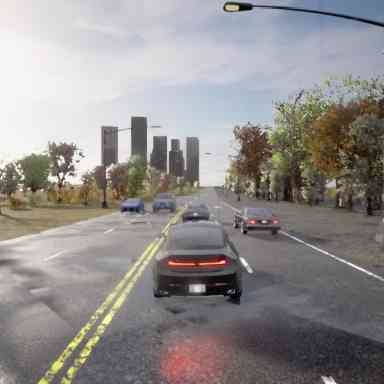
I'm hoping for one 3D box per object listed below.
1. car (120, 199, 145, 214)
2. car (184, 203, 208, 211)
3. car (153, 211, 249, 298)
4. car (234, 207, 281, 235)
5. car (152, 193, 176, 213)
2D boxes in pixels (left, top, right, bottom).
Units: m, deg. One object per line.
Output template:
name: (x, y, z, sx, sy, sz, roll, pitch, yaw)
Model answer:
car: (-6.205, 1.436, 35.226, 1.882, 1.535, 5.008, 0, 0, 1)
car: (0.298, 1.527, 25.693, 1.994, 1.385, 4.181, -1, 1, 2)
car: (0.120, 1.490, 8.503, 1.837, 1.490, 4.892, -1, 1, 1)
car: (3.506, 1.523, 18.731, 2.033, 1.411, 5.357, 0, 0, 0)
car: (-2.936, 1.176, 36.272, 2.150, 2.045, 5.566, 0, 0, 1)
